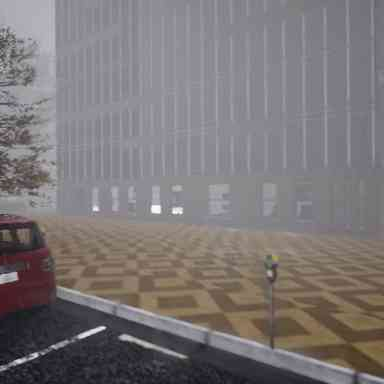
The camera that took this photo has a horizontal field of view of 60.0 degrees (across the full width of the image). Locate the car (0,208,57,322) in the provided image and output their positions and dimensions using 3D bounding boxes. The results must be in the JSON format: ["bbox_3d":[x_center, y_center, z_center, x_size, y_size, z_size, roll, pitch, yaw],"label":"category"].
[{"bbox_3d":[-4.560,1.304,6.139,5.009,1.841,2.192,0,0,35],"label":"car"}]

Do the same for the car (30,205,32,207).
[{"bbox_3d":[-26.865,1.923,50.982,1.752,1.417,4.829,-2,-2,35],"label":"car"}]

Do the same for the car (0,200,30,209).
[{"bbox_3d":[-23.207,1.685,41.727,1.967,1.590,4.097,-2,-2,35],"label":"car"}]
